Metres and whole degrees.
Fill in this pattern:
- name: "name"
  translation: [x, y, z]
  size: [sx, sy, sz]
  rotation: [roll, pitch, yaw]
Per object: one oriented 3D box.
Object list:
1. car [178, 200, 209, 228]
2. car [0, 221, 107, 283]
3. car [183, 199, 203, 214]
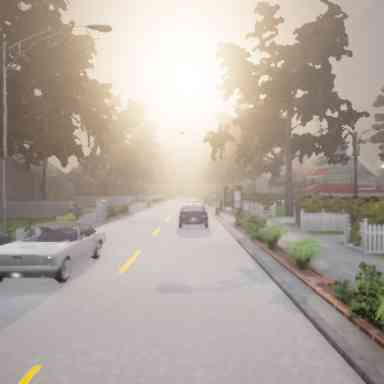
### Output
- name: "car"
  translation: [0.089, 1.464, 22.261]
  size: [1.882, 1.535, 5.008]
  rotation: [0, 0, 0]
- name: "car"
  translation: [-4.004, 1.595, 9.793]
  size: [1.895, 1.301, 4.718]
  rotation: [0, 0, 0]
- name: "car"
  translation: [0.084, 1.525, 36.215]
  size: [2.033, 1.411, 5.357]
  rotation: [0, 0, 0]
